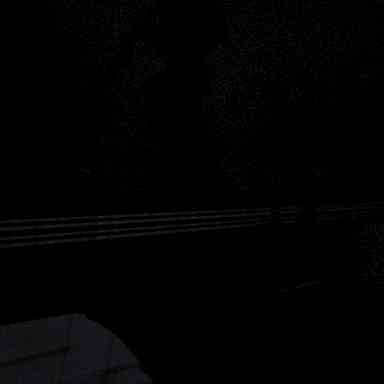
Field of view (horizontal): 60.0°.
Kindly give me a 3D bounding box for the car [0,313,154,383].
[{"bbox_3d":[-2.530,1.605,1.932,4.718,1.301,1.895,0,0,-36],"label":"car"}]
